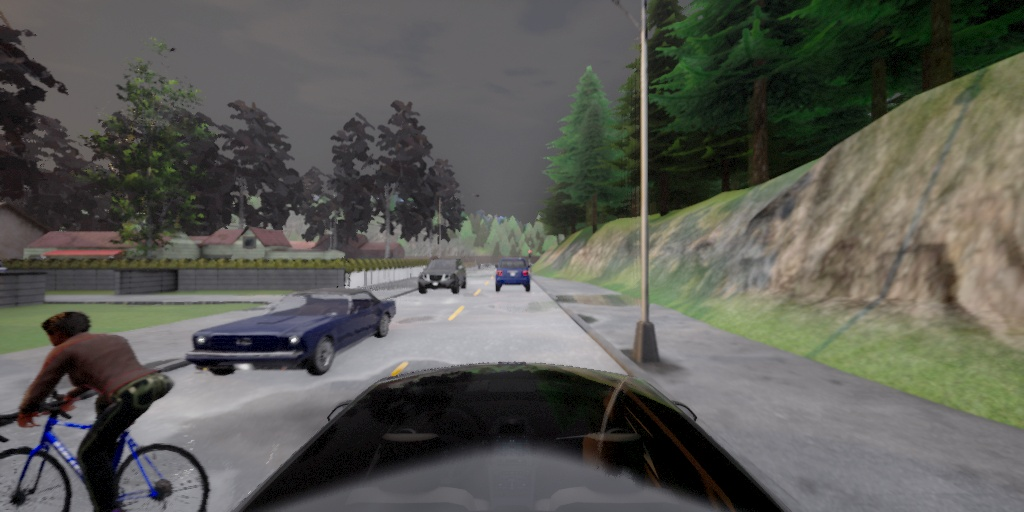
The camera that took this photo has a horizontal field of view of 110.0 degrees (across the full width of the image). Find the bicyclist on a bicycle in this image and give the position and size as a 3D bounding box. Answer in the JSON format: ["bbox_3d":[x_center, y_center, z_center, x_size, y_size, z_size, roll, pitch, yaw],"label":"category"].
[{"bbox_3d":[-2.963,1.212,2.525,1.656,1.620,0.582,-1,-1,0],"label":"bicyclist on a bicycle"}]

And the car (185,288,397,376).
[{"bbox_3d":[-4.109,1.407,7.705,1.895,1.301,4.718,0,-1,0],"label":"car"}]

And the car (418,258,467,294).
[{"bbox_3d":[-4.110,1.157,22.070,2.150,2.045,5.566,0,0,0],"label":"car"}]

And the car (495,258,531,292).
[{"bbox_3d":[0.059,1.172,23.484,2.150,2.045,5.566,0,-1,0],"label":"car"}]
